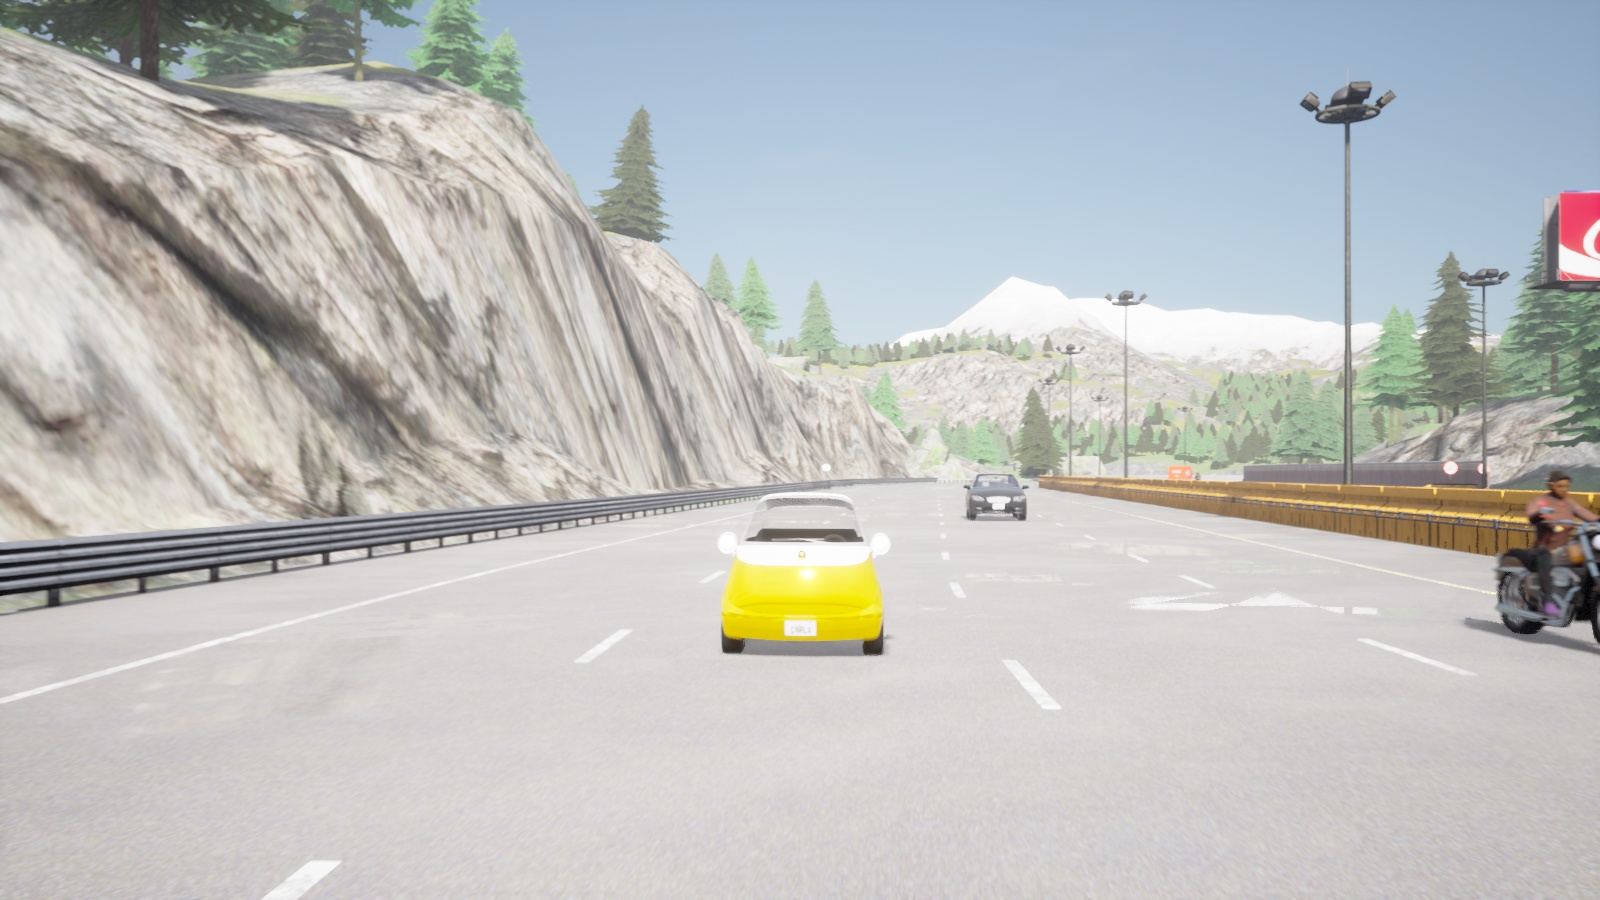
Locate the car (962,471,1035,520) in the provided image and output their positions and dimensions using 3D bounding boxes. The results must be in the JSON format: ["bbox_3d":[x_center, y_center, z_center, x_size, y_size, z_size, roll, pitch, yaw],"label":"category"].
[{"bbox_3d":[6.432,1.438,41.167,2.128,1.511,4.902,0,-1,6],"label":"car"}]

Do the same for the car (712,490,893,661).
[{"bbox_3d":[0.075,1.060,11.397,1.481,1.376,2.207,0,-1,3],"label":"car"}]

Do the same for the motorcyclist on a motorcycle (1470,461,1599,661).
[{"bbox_3d":[7.027,0.931,11.368,0.766,1.649,2.350,0,-1,3],"label":"motorcyclist on a motorcycle"}]
